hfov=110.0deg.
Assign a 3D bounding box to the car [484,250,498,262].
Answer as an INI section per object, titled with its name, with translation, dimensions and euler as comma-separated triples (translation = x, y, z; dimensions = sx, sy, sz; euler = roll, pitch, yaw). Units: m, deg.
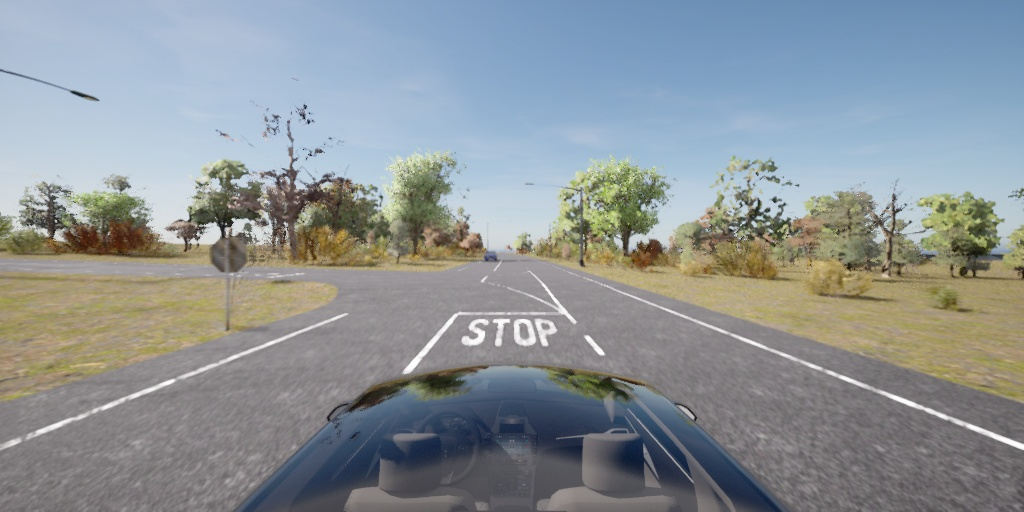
[car]
translation = -3.731, 0.000, 63.943
dimensions = 2.150, 2.045, 5.566
euler = 0, 1, -1
